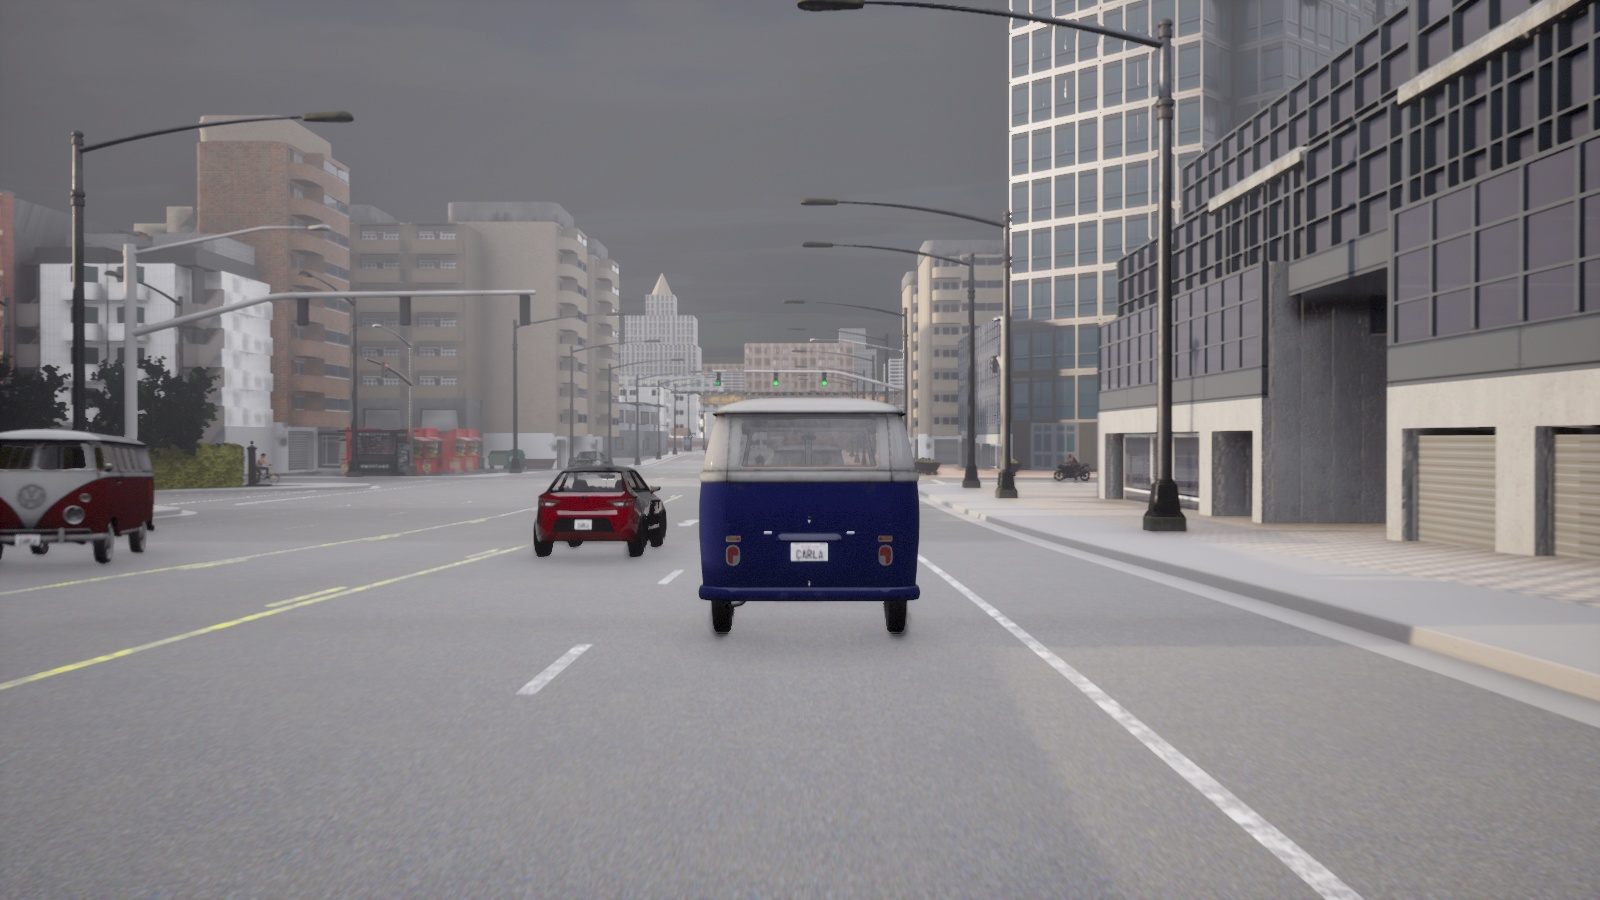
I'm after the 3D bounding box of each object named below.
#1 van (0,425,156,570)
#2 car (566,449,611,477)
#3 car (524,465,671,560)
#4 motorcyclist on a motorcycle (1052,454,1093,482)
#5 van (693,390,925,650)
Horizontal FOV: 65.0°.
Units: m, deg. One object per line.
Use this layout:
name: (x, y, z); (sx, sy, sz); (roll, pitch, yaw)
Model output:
van: (-11.381, 0.692, 19.440); (1.775, 1.987, 4.442); (0, -1, -18)
car: (-13.525, 0.812, 80.677); (2.097, 1.767, 4.553); (0, 0, 0)
car: (-3.362, 1.003, 21.605); (1.816, 1.474, 4.193); (0, -1, 0)
motorcyclist on a motorcycle: (14.680, 0.970, 67.641); (2.044, 1.523, 0.797); (0, 1, 1)
van: (0.083, 0.562, 11.836); (1.775, 1.987, 4.442); (0, -1, 0)
